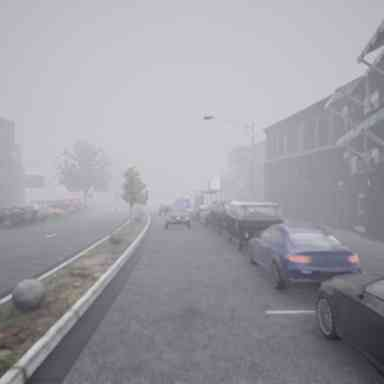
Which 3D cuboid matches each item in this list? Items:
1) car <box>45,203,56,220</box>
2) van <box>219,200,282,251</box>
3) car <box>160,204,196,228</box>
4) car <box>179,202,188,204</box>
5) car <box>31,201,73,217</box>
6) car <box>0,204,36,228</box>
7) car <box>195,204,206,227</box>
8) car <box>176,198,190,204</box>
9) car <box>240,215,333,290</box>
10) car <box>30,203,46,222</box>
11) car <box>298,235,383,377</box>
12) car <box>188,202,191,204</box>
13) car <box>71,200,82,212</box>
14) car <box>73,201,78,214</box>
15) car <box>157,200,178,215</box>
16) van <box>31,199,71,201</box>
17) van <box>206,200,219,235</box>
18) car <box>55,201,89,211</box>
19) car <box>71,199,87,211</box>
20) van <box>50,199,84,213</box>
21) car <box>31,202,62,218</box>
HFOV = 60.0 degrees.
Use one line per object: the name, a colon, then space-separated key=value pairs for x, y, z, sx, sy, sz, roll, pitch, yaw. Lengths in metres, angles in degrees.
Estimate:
car: x=-15.468 y=1.986 z=30.370 sx=4.792 sy=1.488 sz=2.163 roll=0 pitch=-1 yaw=-7
van: x=2.568 y=1.381 z=14.827 sx=1.878 sy=1.987 sz=4.442 roll=0 pitch=-1 yaw=-3
car: x=-1.149 y=1.855 z=24.733 sx=2.033 sy=1.411 sz=5.357 roll=0 pitch=-1 yaw=-5
car: x=-0.069 y=2.163 z=39.441 sx=1.895 sy=1.301 sz=4.718 roll=0 pitch=-1 yaw=-8
car: x=-16.058 y=2.052 z=35.802 sx=5.366 sy=1.575 sz=1.946 roll=0 pitch=-1 yaw=-8
car: x=-14.857 y=1.850 z=24.945 sx=4.892 sy=1.521 sz=2.231 roll=0 pitch=-1 yaw=-6
car: x=1.719 y=1.829 z=25.787 sx=2.163 sy=1.488 sz=4.792 roll=0 pitch=-1 yaw=-5
car: x=-1.461 y=1.925 z=48.076 sx=2.150 sy=2.045 sz=5.566 roll=0 pitch=-1 yaw=-10
car: x=2.812 y=1.579 z=9.158 sx=2.002 sy=1.452 sz=4.674 roll=0 pitch=-1 yaw=-2
car: x=-15.195 y=1.933 z=27.656 sx=4.792 sy=1.488 sz=2.163 roll=0 pitch=-1 yaw=-6
car: x=2.968 y=1.534 z=3.618 sx=2.002 sy=1.452 sz=4.674 roll=0 pitch=0 yaw=-1
car: x=1.124 y=1.900 z=31.247 sx=2.097 sy=1.535 sz=5.008 roll=0 pitch=-1 yaw=-6
car: x=-17.511 y=2.217 z=43.735 sx=4.792 sy=1.488 sz=2.163 roll=0 pitch=-1 yaw=-10
car: x=-17.090 y=2.187 z=41.154 sx=4.674 sy=1.452 sz=2.002 roll=0 pitch=-1 yaw=-9
car: x=-3.275 y=2.117 z=41.652 sx=1.837 sy=1.490 sz=4.892 roll=0 pitch=-1 yaw=-9
van: x=-16.772 y=1.877 z=38.461 sx=4.442 sy=1.987 sz=1.878 roll=0 pitch=-1 yaw=-9
van: x=2.189 y=1.471 z=20.353 sx=1.878 sy=1.987 sz=4.442 roll=0 pitch=-1 yaw=-4
car: x=-19.575 y=2.338 z=54.524 sx=4.892 sy=1.521 sz=2.231 roll=0 pitch=-1 yaw=-11
car: x=-18.066 y=1.977 z=46.410 sx=5.566 sy=2.045 sz=2.435 roll=0 pitch=-1 yaw=-10
van: x=-18.441 y=2.039 z=49.133 sx=4.442 sy=1.987 sz=1.878 roll=0 pitch=-1 yaw=-11
car: x=-15.858 y=2.047 z=33.073 sx=4.674 sy=1.452 sz=2.002 roll=0 pitch=-1 yaw=-8
